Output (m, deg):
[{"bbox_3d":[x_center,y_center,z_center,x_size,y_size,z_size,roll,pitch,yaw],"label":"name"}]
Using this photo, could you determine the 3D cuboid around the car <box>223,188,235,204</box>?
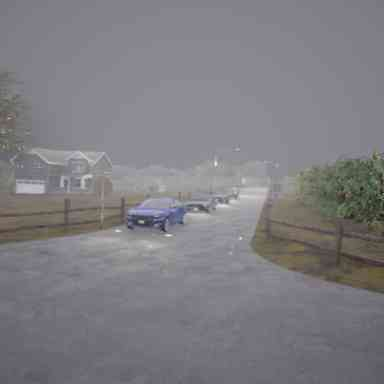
[{"bbox_3d":[3.209,0.548,36.982,1.994,1.385,4.181,3,3,14],"label":"car"}]

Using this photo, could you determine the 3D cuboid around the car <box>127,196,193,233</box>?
[{"bbox_3d":[-1.606,0.992,16.831,1.882,1.535,5.008,3,2,13],"label":"car"}]

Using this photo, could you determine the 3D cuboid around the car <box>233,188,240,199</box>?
[{"bbox_3d":[5.629,0.129,47.064,2.128,1.511,4.902,3,3,14],"label":"car"}]

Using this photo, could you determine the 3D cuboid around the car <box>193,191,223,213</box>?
[{"bbox_3d":[0.918,0.824,27.421,2.033,1.411,5.357,3,2,13],"label":"car"}]
